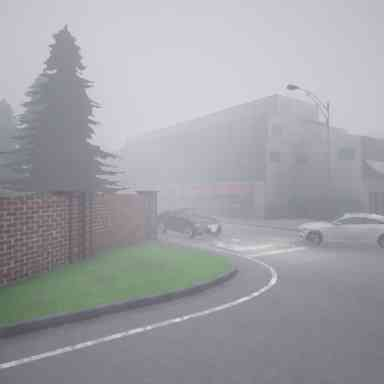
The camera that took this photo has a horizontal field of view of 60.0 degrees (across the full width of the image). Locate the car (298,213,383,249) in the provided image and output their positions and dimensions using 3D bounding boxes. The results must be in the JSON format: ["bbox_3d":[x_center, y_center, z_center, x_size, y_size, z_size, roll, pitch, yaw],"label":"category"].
[{"bbox_3d":[7.243,1.685,15.001,4.674,1.442,1.812,-1,1,25],"label":"car"}]

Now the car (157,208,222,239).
[{"bbox_3d":[-0.287,1.665,18.812,2.128,1.511,4.902,0,0,-35],"label":"car"}]
